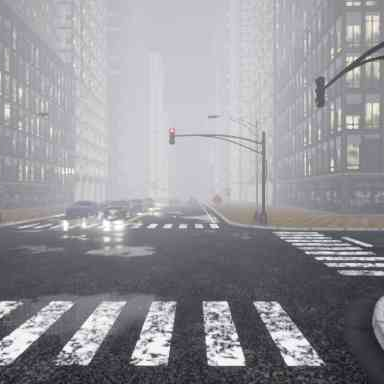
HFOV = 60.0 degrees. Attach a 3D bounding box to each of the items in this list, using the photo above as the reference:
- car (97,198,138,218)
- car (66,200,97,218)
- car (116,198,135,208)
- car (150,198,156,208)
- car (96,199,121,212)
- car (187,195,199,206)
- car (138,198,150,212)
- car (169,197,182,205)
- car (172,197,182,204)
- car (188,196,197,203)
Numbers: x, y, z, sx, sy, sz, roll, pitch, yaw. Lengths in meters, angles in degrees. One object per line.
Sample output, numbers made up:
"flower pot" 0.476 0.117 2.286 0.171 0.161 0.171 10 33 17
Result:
"car" -6.600 1.517 30.125 2.128 1.511 4.902 0 0 0
"car" -9.854 1.503 30.374 1.882 1.535 5.008 0 0 0
"car" -9.839 1.631 49.432 1.994 1.385 4.181 0 0 0
"car" -6.593 1.594 49.700 1.812 1.442 4.674 0 0 0
"car" -9.848 1.607 39.508 1.994 1.385 4.181 0 0 0
"car" 0.099 1.621 58.647 1.812 1.442 4.674 0 0 0
"car" -6.599 1.521 39.653 1.882 1.535 5.008 0 0 0
"car" -3.150 1.592 60.003 2.128 1.511 4.902 0 0 0
"car" -3.181 1.703 70.331 1.994 1.385 4.181 0 0 0
"car" 0.068 1.622 71.352 1.882 1.535 5.008 0 0 0
